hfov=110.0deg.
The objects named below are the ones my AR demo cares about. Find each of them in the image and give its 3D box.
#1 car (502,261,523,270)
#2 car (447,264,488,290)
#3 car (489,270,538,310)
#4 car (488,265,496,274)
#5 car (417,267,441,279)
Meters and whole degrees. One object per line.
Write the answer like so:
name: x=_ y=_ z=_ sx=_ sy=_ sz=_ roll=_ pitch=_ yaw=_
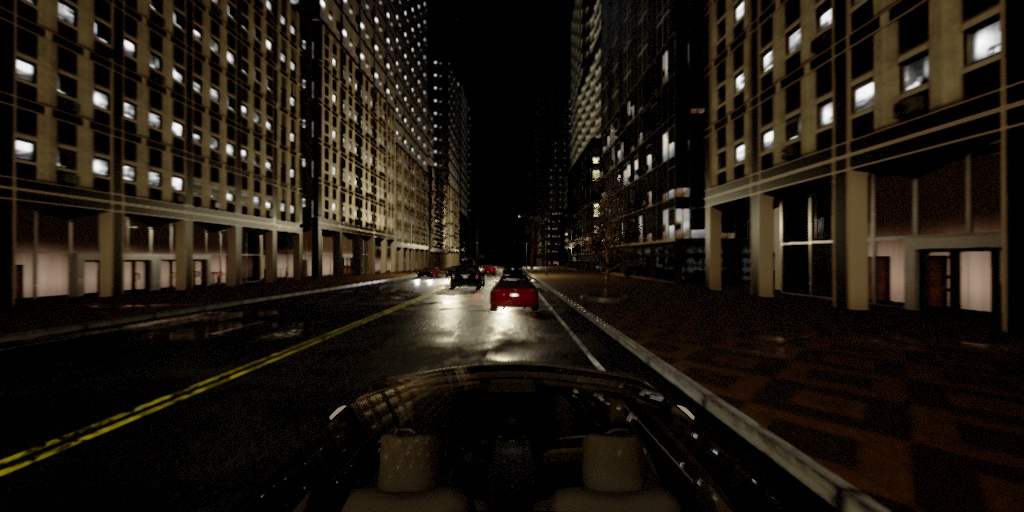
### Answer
car: x=0.092 y=1.538 z=40.668 sx=2.150 sy=2.045 sz=5.566 roll=0 pitch=-1 yaw=0
car: x=-3.155 y=1.456 z=26.264 sx=2.097 sy=1.767 sz=4.553 roll=0 pitch=-1 yaw=0
car: x=0.096 y=1.516 z=15.908 sx=1.994 sy=1.385 sz=4.181 roll=0 pitch=-1 yaw=0
car: x=-3.161 y=1.980 z=49.525 sx=1.812 sy=1.442 sz=4.674 roll=0 pitch=-1 yaw=0
car: x=-9.759 y=1.961 z=42.418 sx=1.895 sy=1.301 sz=4.718 roll=0 pitch=-1 yaw=0
